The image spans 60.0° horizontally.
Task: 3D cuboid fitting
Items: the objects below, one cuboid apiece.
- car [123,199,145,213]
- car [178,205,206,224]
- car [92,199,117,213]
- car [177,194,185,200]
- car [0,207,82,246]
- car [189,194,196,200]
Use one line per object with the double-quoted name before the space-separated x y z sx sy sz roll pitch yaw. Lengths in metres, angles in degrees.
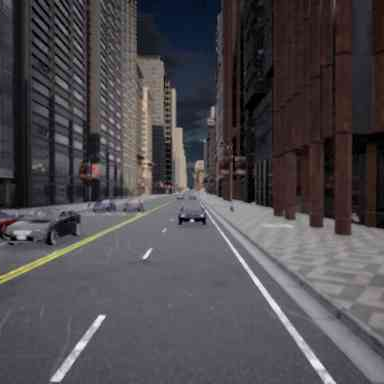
"car" -6.469 1.515 37.374 1.812 1.442 4.674 0 0 0
"car" 0.025 1.599 24.255 1.895 1.301 4.718 0 0 0
"car" -9.720 1.511 37.368 1.812 1.442 4.674 0 0 0
"car" -3.152 1.488 90.455 1.994 1.385 4.181 0 0 0
"car" -6.568 1.480 15.272 2.128 1.511 4.902 0 0 0
"car" 0.099 1.465 90.034 2.128 1.511 4.902 0 0 0
